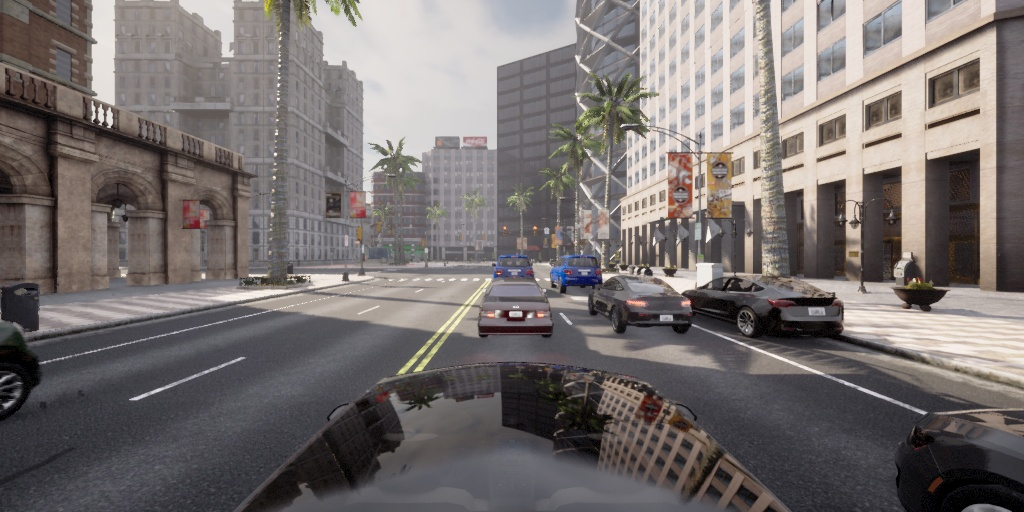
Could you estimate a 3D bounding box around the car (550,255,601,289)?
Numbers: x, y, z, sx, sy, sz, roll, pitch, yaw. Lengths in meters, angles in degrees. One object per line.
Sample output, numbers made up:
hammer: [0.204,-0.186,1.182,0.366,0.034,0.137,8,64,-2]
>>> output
car: [3.543,0.971,20.583,2.150,2.045,5.566,0,0,-2]

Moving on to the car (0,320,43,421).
car: [-7.104,1.102,2.575,2.097,1.767,4.553,0,0,0]

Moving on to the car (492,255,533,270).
car: [0.044,0.971,20.449,2.150,2.045,5.566,0,0,-2]

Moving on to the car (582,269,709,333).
car: [3.562,1.276,10.620,1.812,1.442,4.674,0,0,-1]

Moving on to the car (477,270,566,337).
car: [0.068,1.297,10.229,2.033,1.411,5.357,0,0,0]

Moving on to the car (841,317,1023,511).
car: [3.601,1.255,0.445,1.837,1.490,4.892,0,0,0]
